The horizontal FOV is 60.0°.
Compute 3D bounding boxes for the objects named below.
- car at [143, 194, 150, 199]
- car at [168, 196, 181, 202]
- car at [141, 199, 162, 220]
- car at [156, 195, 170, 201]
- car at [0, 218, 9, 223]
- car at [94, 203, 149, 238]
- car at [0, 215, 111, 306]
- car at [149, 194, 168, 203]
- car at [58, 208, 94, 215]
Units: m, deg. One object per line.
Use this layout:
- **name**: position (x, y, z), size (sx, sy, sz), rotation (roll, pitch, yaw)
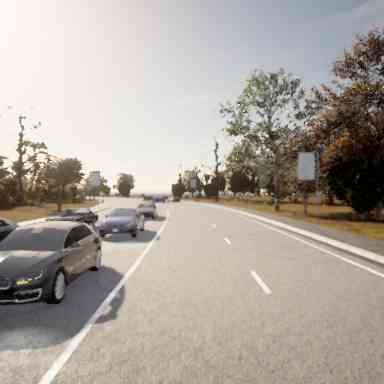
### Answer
- **car**: position (-10.468, 1.333, 80.805), size (1.882, 1.535, 5.008), rotation (0, 0, -22)
- **car**: position (-3.914, 1.591, 72.424), size (1.895, 1.301, 4.718), rotation (0, 0, -18)
- **car**: position (-4.034, 1.613, 29.467), size (2.033, 1.411, 5.357), rotation (0, 0, -2)
- **car**: position (-7.233, 1.395, 82.145), size (2.033, 1.411, 5.357), rotation (0, 0, -22)
- **car**: position (-7.136, 1.538, 10.403), size (2.128, 1.511, 4.902), rotation (0, 0, 0)
- **car**: position (-3.715, 1.590, 18.395), size (1.812, 1.442, 4.674), rotation (0, 0, 0)
- **car**: position (-3.627, 1.544, 8.332), size (1.837, 1.490, 4.892), rotation (0, 0, 0)
- **car**: position (-7.167, 1.469, 71.116), size (1.882, 1.535, 5.008), rotation (0, 0, -18)
- **car**: position (-7.248, 1.667, 20.490), size (1.895, 1.301, 4.718), rotation (0, 0, -1)
